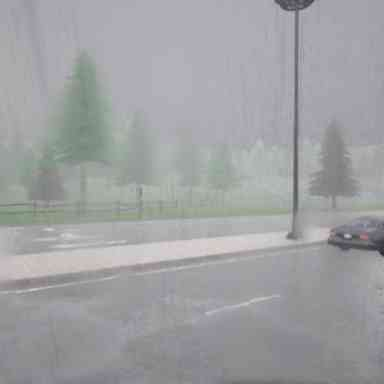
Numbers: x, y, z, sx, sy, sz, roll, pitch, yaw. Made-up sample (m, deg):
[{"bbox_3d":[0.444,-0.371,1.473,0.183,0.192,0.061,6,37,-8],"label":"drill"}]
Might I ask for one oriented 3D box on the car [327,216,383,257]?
[{"bbox_3d":[7.748,1.677,13.559,5.357,1.411,2.033,1,0,-34],"label":"car"}]
